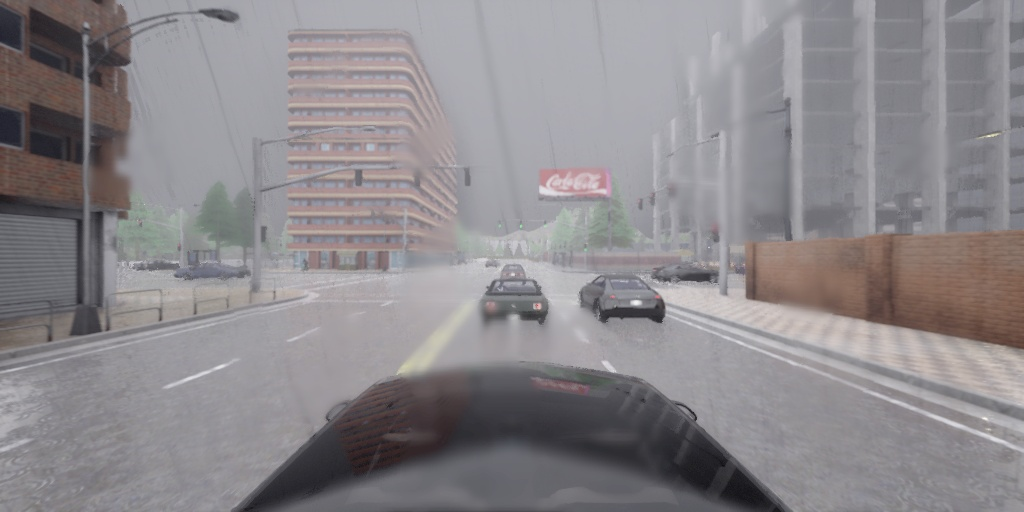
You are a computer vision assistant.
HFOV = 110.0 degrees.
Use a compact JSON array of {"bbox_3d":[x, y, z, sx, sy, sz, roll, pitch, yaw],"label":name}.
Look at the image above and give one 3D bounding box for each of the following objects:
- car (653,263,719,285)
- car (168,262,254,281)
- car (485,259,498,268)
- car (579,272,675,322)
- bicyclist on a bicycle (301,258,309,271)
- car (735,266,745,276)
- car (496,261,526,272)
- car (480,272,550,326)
[{"bbox_3d":[12.569,1.254,25.687,4.902,1.511,2.128,0,0,-2],"label":"car"},{"bbox_3d":[-24.338,1.310,29.324,5.357,1.411,2.033,0,0,1],"label":"car"},{"bbox_3d":[-3.545,1.344,61.344,1.994,1.385,4.181,0,0,1],"label":"car"},{"bbox_3d":[3.581,1.319,12.313,1.994,1.385,4.181,0,0,0],"label":"car"},{"bbox_3d":[-25.297,1.071,43.793,0.582,1.620,1.656,0,0,0],"label":"bicyclist on a bicycle"},{"bbox_3d":[25.278,1.246,36.237,5.008,1.535,1.882,0,0,0],"label":"car"},{"bbox_3d":[0.084,1.311,27.072,2.033,1.411,5.357,0,0,0],"label":"car"},{"bbox_3d":[0.068,1.356,11.684,1.895,1.301,4.718,0,0,0],"label":"car"}]
